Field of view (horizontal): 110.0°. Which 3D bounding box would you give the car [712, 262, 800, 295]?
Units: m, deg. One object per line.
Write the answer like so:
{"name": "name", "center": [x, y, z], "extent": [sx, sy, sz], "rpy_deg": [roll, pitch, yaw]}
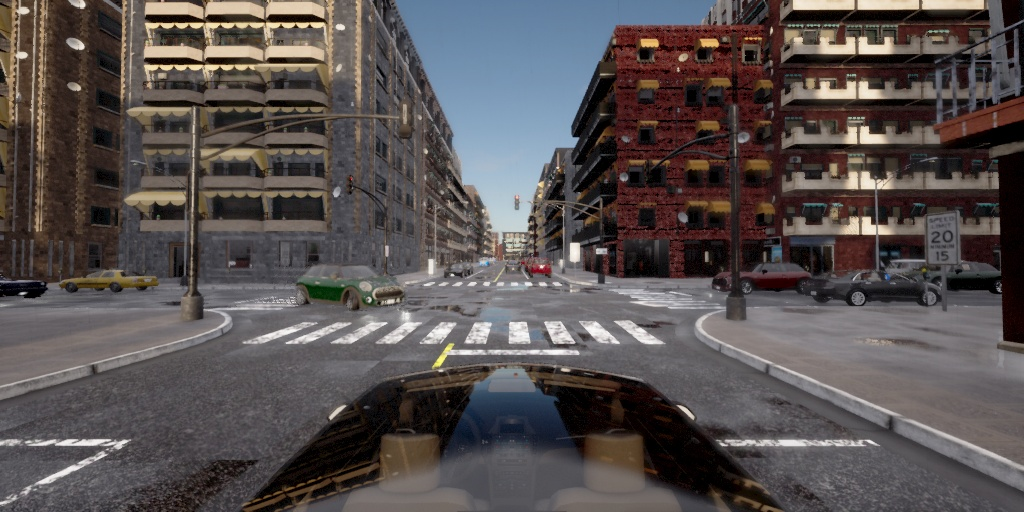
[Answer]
{"name": "car", "center": [13.236, 1.102, 19.159], "extent": [4.553, 1.767, 2.097], "rpy_deg": [0, -1, -1]}

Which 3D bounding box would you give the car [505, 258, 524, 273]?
{"name": "car", "center": [0.143, 1.262, 42.867], "extent": [2.128, 1.511, 4.902], "rpy_deg": [0, 0, 0]}

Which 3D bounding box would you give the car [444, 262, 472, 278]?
{"name": "car", "center": [-5.277, 1.329, 34.017], "extent": [1.948, 1.339, 4.313], "rpy_deg": [0, 0, 0]}

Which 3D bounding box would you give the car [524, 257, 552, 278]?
{"name": "car", "center": [2.604, 1.078, 34.053], "extent": [2.192, 1.841, 5.009], "rpy_deg": [0, 0, 0]}

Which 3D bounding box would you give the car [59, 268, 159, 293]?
{"name": "car", "center": [-24.420, 1.436, 21.762], "extent": [4.829, 1.417, 1.751], "rpy_deg": [0, 0, 0]}

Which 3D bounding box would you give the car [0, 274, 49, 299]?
{"name": "car", "center": [-24.483, 1.399, 16.361], "extent": [4.718, 1.301, 1.895], "rpy_deg": [0, -1, 0]}

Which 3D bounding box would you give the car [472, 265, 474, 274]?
{"name": "car", "center": [-5.271, 1.332, 39.578], "extent": [1.948, 1.339, 4.313], "rpy_deg": [0, 0, 0]}

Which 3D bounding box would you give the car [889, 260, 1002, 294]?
{"name": "car", "center": [23.085, 1.079, 19.145], "extent": [4.553, 1.767, 2.097], "rpy_deg": [0, -1, 0]}

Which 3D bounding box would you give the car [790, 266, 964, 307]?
{"name": "car", "center": [13.759, 1.186, 13.747], "extent": [4.403, 1.370, 2.007], "rpy_deg": [0, 0, 0]}

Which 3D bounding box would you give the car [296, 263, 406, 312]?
{"name": "car", "center": [-6.326, 1.061, 14.065], "extent": [4.553, 1.767, 2.097], "rpy_deg": [0, 0, 29]}
